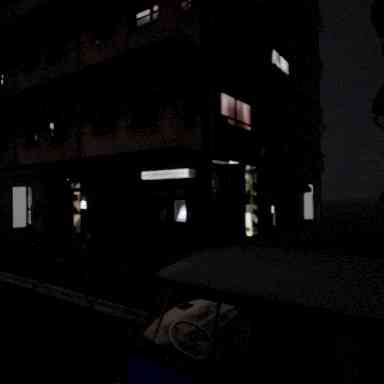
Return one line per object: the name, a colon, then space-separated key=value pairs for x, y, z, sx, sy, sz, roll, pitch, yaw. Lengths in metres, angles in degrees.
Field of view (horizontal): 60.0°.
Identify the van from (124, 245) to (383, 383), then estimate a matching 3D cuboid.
van: x=1.338 y=1.341 z=1.936 sx=3.998 sy=1.788 sz=1.690 roll=0 pitch=-1 yaw=36
